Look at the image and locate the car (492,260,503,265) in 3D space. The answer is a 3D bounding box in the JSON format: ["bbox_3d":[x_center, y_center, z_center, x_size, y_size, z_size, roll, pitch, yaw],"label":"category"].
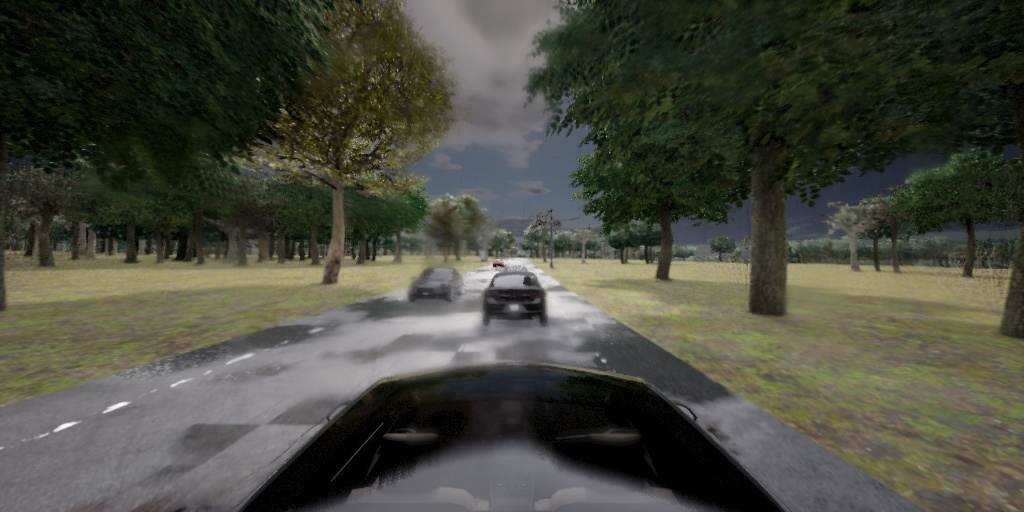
[{"bbox_3d":[-2.285,1.379,60.712,1.895,1.301,4.718,0,0,2],"label":"car"}]

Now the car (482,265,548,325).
[{"bbox_3d":[0.116,1.227,11.922,1.882,1.535,5.008,0,0,1],"label":"car"}]

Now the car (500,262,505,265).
[{"bbox_3d":[0.325,1.354,26.517,1.895,1.301,4.718,0,0,2],"label":"car"}]

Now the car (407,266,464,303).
[{"bbox_3d":[-3.400,1.254,16.722,1.837,1.490,4.892,0,0,1],"label":"car"}]
